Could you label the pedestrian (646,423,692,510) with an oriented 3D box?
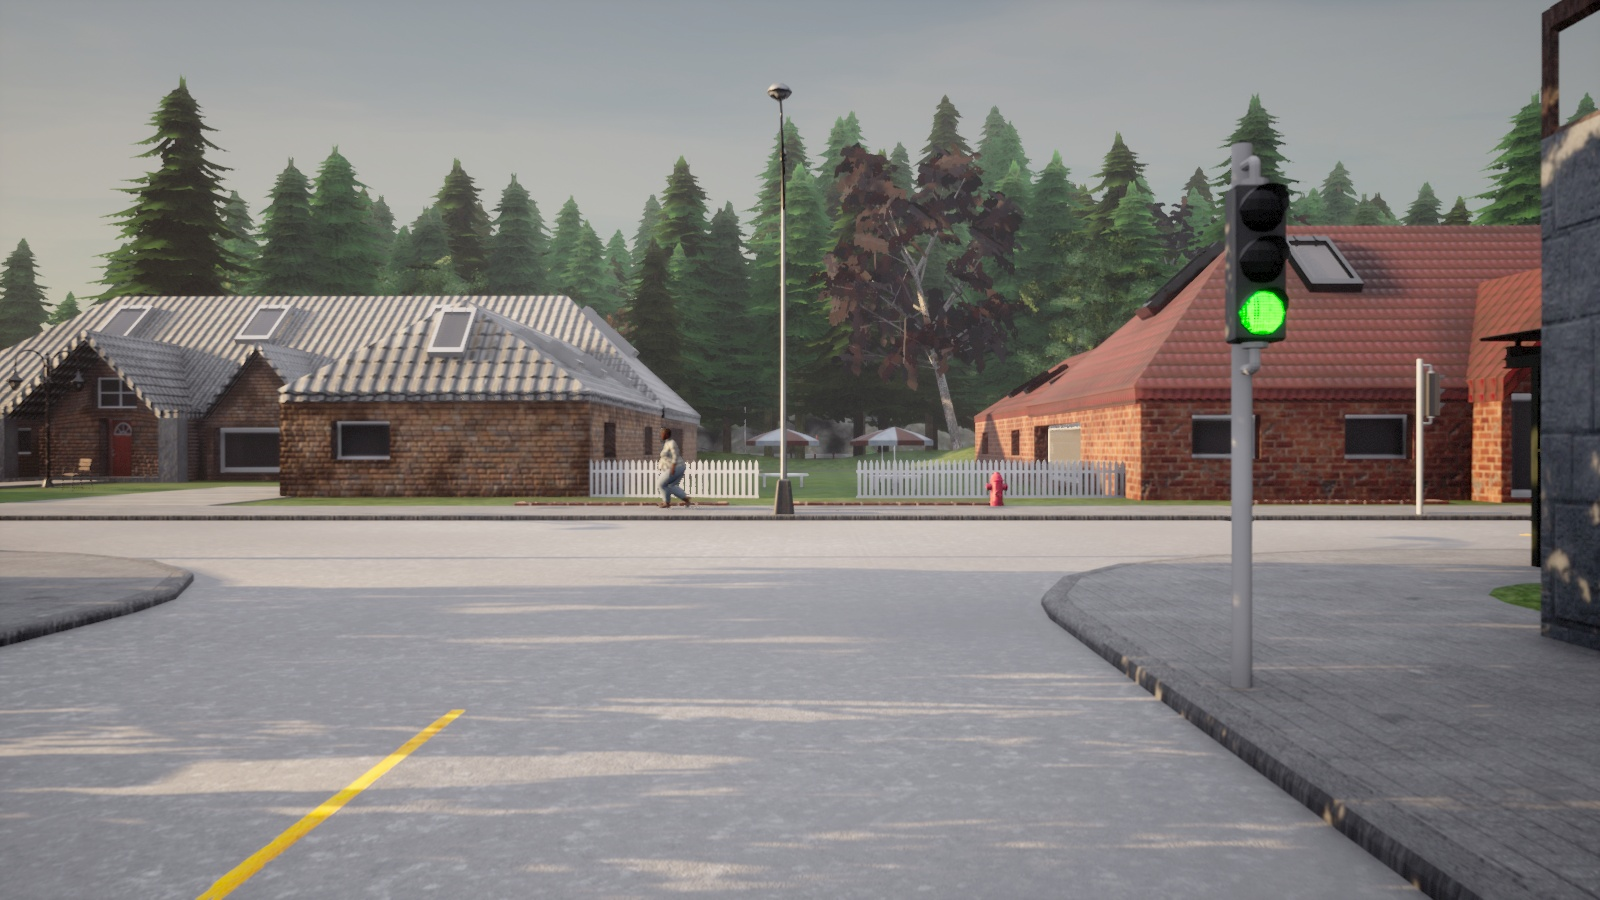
[{"bbox_3d":[-2.820,0.350,27.063,0.900,1.855,0.874,0,0,0],"label":"pedestrian"}]
